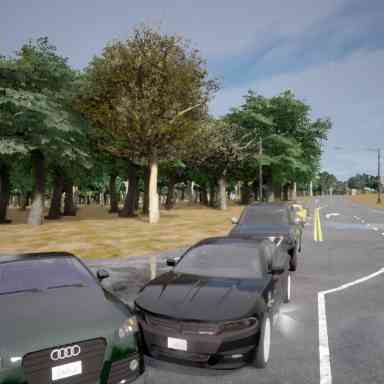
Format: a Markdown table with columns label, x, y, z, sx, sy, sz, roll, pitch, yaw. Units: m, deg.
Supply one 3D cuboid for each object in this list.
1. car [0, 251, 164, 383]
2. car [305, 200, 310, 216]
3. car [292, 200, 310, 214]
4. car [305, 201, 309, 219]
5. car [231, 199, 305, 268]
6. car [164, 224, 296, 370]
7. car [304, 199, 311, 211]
| label | x | y | z | sx | sy | sz | roll | pitch | yaw |
| --- | --- | --- | --- | --- | --- | --- | --- | --- | --- |
| car | -2.315 | 1.643 | 4.976 | 1.994 | 1.385 | 4.181 | 1 | -2 | -33 |
| car | 9.262 | 1.722 | 29.588 | 1.812 | 1.442 | 4.674 | -1 | 0 | 20 |
| car | 13.275 | 1.744 | 40.177 | 1.812 | 1.442 | 4.674 | -1 | 0 | 21 |
| car | 7.209 | 1.662 | 24.081 | 1.882 | 1.535 | 5.008 | -1 | 0 | 20 |
| car | 2.845 | 1.458 | 12.419 | 2.150 | 2.045 | 5.566 | -2 | 0 | 20 |
| car | 0.730 | 1.613 | 6.276 | 1.882 | 1.535 | 5.008 | -1 | -2 | 21 |
| car | 11.285 | 1.560 | 34.965 | 2.097 | 1.767 | 4.553 | -1 | 0 | 21 |
